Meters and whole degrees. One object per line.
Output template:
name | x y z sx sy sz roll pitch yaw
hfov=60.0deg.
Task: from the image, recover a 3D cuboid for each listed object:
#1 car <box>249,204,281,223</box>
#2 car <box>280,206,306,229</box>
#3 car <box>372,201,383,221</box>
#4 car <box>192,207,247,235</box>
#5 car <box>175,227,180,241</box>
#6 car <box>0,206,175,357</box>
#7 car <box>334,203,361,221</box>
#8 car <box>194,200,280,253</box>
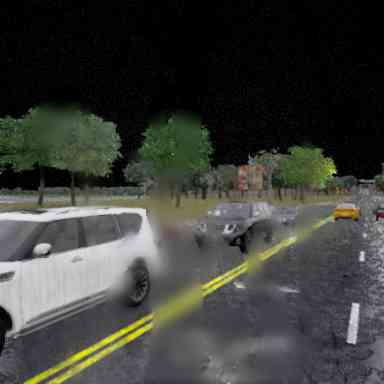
car | 6.802 1.907 30.689 1.812 1.442 4.674 -1 -1 26
car | 7.025 1.786 24.307 2.128 1.511 4.902 -1 -1 28
car | 17.821 1.828 30.433 1.837 1.490 4.892 -1 -1 28
car | 1.913 1.809 21.632 1.812 1.442 4.674 -1 -1 28
car | -2.418 1.797 13.516 1.895 1.301 4.718 -1 -1 28
car | -2.733 1.318 5.999 2.150 2.045 5.566 -1 -1 28
car | 14.406 1.825 30.953 1.882 1.535 5.008 -1 -1 28
car | 2.135 1.417 15.153 2.150 2.045 5.566 -1 -1 28
